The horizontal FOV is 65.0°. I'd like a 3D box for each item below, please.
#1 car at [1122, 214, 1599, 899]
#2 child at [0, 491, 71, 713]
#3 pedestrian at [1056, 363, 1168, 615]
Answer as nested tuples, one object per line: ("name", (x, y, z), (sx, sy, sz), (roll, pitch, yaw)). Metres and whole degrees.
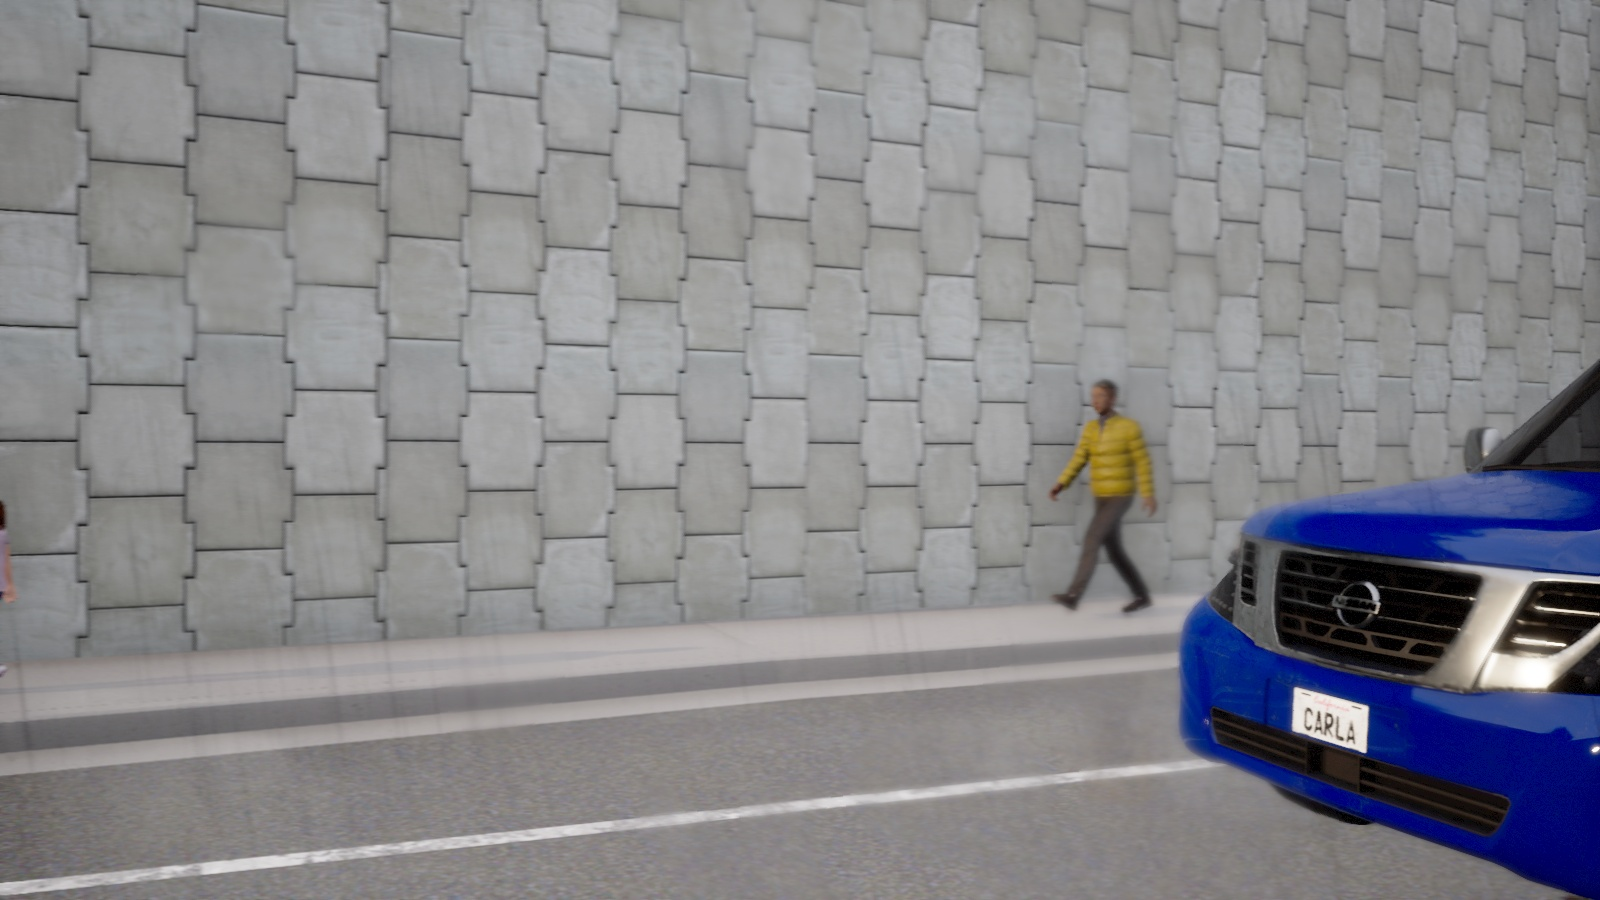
("car", (4.235, 0.393, 4.885), (5.566, 2.045, 2.150), (-1, 1, -22))
("child", (-4.030, 0.776, 6.485), (0.394, 1.110, 0.255), (-1, 1, -16))
("pedestrian", (2.365, 0.277, 9.527), (0.709, 1.840, 0.431), (-1, 1, -27))
